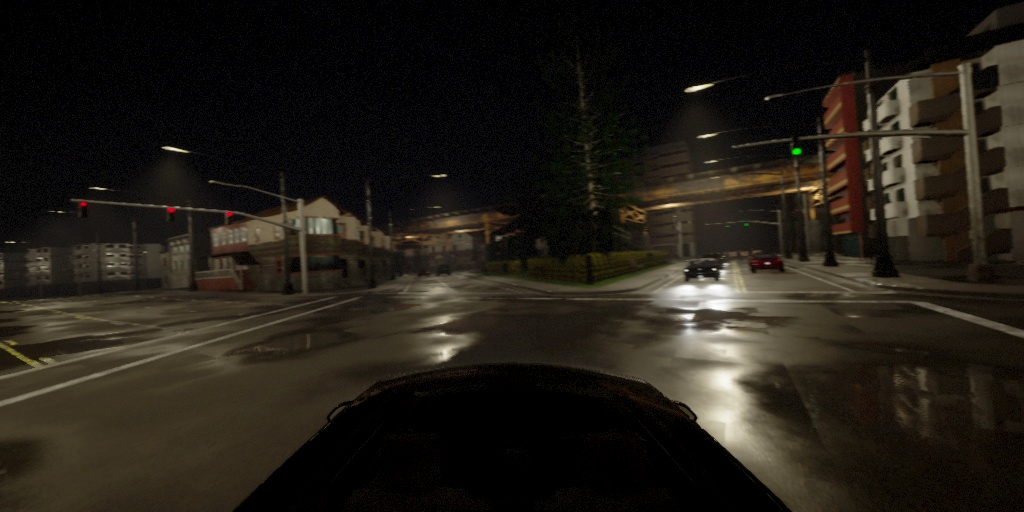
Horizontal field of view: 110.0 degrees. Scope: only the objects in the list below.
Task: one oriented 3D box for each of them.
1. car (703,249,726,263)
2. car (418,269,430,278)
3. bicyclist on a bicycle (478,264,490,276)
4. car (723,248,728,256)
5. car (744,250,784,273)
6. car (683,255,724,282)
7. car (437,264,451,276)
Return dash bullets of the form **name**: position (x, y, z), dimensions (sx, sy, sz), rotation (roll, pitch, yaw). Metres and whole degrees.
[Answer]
- **car**: position (18.169, 0.472, 32.718), dimensions (1.837, 1.490, 4.892), rotation (-4, 0, 32)
- **car**: position (-15.504, 2.941, 63.002), dimensions (1.882, 1.535, 5.008), rotation (-3, -1, -14)
- **bicyclist on a bicycle**: position (-3.668, 1.818, 46.350), dimensions (1.656, 1.620, 0.582), rotation (-4, -1, -14)
- **car**: position (26.085, 0.134, 45.664), dimensions (1.837, 1.490, 4.892), rotation (-4, -1, 32)
- **car**: position (18.670, 0.424, 26.493), dimensions (1.994, 1.385, 4.181), rotation (-4, -1, 31)
- **car**: position (12.006, 0.834, 22.595), dimensions (1.895, 1.301, 4.718), rotation (-4, -1, 31)
- **car**: position (-12.142, 2.497, 63.902), dimensions (2.150, 2.045, 5.566), rotation (-3, -1, -14)
